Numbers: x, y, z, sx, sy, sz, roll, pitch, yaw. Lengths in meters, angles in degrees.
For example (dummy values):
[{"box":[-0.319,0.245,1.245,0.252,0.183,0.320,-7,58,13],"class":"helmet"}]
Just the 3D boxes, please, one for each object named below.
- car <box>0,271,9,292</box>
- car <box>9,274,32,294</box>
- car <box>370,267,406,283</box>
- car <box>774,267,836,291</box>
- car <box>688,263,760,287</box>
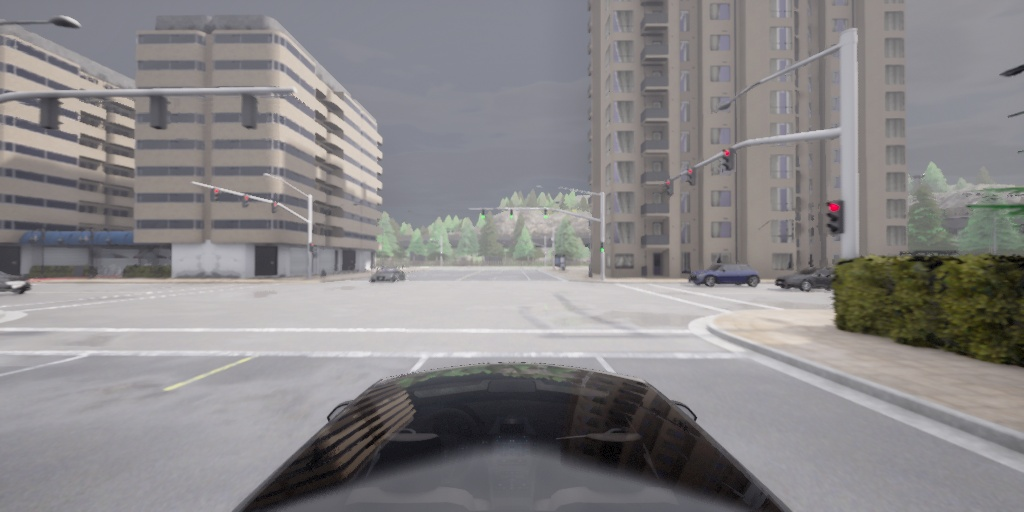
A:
[{"box":[-26.623,1.376,16.099,4.902,1.511,2.128,0,-1,1],"class":"car"},{"box":[-29.505,1.409,19.630,4.902,1.511,2.128,0,-1,1],"class":"car"},{"box":[-10.504,1.634,30.645,1.994,1.385,4.181,0,0,0],"class":"car"},{"box":[19.496,1.450,22.838,4.892,1.490,1.837,0,-1,1],"class":"car"},{"box":[15.485,1.331,26.396,4.553,1.767,2.097,0,-1,1],"class":"car"}]
